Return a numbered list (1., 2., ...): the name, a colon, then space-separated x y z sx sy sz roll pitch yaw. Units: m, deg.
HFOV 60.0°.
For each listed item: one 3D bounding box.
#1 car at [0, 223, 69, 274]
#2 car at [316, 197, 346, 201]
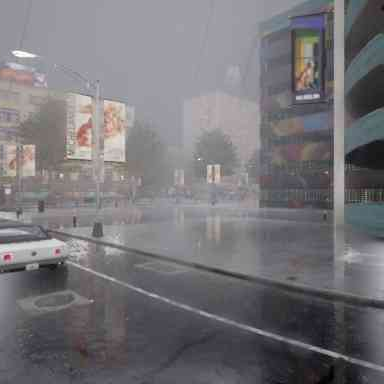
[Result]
1. car: -5.563 1.601 10.044 1.895 1.301 4.718 0 0 -43
2. car: 17.422 1.320 42.551 4.674 1.452 2.002 0 0 -42
